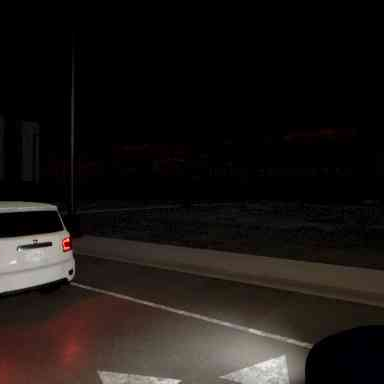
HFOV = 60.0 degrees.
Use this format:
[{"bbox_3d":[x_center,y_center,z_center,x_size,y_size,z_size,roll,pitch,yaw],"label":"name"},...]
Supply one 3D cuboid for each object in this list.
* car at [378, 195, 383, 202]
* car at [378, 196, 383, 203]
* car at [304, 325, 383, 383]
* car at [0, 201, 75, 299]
[{"bbox_3d":[39.940,1.369,67.943,1.853,1.218,4.536,1,1,6],"label":"car"},{"bbox_3d":[39.934,1.527,67.893,2.038,1.542,4.974,1,1,6],"label":"car"},{"bbox_3d":[3.020,1.516,1.833,4.674,1.442,1.812,0,0,35],"label":"car"},{"bbox_3d":[-5.017,1.220,7.565,5.566,2.045,2.150,0,0,35],"label":"car"}]
